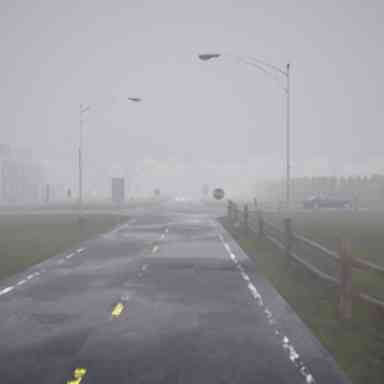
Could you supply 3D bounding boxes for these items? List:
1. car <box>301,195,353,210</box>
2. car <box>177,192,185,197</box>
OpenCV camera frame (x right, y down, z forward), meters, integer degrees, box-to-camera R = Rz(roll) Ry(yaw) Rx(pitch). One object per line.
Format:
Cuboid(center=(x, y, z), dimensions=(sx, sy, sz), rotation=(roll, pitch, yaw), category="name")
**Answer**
Cuboid(center=(13.868, 1.058, 34.193), dimensions=(5.008, 1.535, 1.882), rotation=(-1, -1, 0), category="car")
Cuboid(center=(-2.874, 0.589, 85.941), dimensions=(1.895, 1.301, 4.718), rotation=(0, 0, 0), category="car")
